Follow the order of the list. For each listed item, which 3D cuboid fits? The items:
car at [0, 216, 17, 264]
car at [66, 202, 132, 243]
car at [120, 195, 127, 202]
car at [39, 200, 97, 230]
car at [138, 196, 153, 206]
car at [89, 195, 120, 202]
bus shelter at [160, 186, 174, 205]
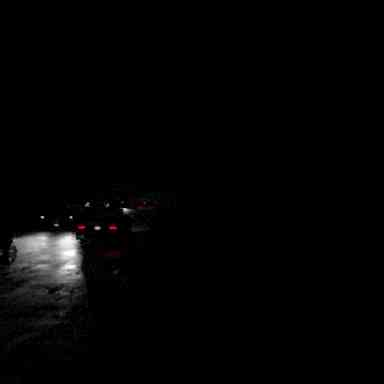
[{"bbox_3d":[-6.076,1.221,8.004,2.097,1.767,4.553,1,0,-7],"label":"car"},{"bbox_3d":[-3.860,1.419,15.260,2.033,1.411,5.357,1,0,-5],"label":"car"},{"bbox_3d":[-8.844,1.107,39.823,1.837,1.490,4.892,1,0,-4],"label":"car"},{"bbox_3d":[-7.181,1.376,19.368,1.895,1.301,4.718,1,0,-5],"label":"car"},{"bbox_3d":[-6.529,1.203,46.904,1.895,1.301,4.718,1,0,-5],"label":"car"},{"bbox_3d":[-8.018,1.042,29.478,2.097,1.767,4.553,1,0,-5],"label":"car"},{"bbox_3d":[-3.772,0.508,50.701,1.920,2.740,3.880,2,1,-5],"label":"bus shelter"}]
